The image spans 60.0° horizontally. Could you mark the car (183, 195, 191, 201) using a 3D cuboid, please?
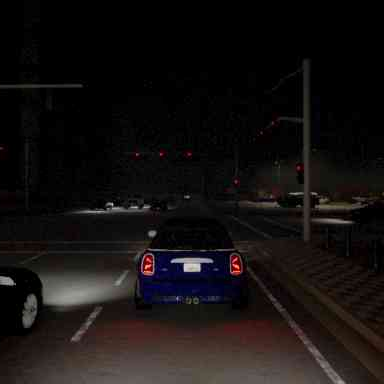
[{"bbox_3d":[-1.201,1.384,82.526,1.812,1.442,4.674,0,0,-1],"label":"car"}]

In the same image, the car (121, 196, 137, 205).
[{"bbox_3d":[-11.534,1.476,61.186,1.882,1.535,5.008,0,0,0],"label":"car"}]

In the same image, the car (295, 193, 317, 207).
[{"bbox_3d":[20.872,1.418,58.592,3.905,1.438,1.784,0,0,0],"label":"car"}]

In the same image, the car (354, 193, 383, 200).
[{"bbox_3d":[35.852,1.207,66.883,4.605,1.855,1.932,0,0,0],"label":"car"}]

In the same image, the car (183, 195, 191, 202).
[{"bbox_3d":[-1.093,1.593,72.458,1.895,1.301,4.718,0,0,-1],"label":"car"}]

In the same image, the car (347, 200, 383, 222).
[{"bbox_3d":[15.023,1.580,26.702,4.674,1.442,1.812,0,0,-1],"label":"car"}]

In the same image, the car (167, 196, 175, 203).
[{"bbox_3d":[-4.521,1.541,70.004,2.033,1.411,5.357,0,0,-1],"label":"car"}]

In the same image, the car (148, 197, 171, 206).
[{"bbox_3d":[-4.081,1.600,42.019,1.895,1.301,4.718,0,0,-1],"label":"car"}]

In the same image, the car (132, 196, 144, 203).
[{"bbox_3d":[-11.579,1.589,71.162,1.895,1.301,4.718,0,0,-1],"label":"car"}]

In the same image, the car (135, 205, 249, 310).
[{"bbox_3d":[-0.021,1.352,7.991,2.097,1.767,4.553,0,0,-1],"label":"car"}]

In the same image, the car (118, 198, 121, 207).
[{"bbox_3d":[-11.458,1.599,51.708,1.895,1.301,4.718,0,0,0],"label":"car"}]

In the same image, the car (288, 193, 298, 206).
[{"bbox_3d":[20.811,1.207,61.275,4.605,1.855,1.932,0,0,0],"label":"car"}]

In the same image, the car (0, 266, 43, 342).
[{"bbox_3d":[-3.488,1.505,3.828,1.837,1.490,4.892,0,0,0],"label":"car"}]

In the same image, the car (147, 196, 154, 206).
[{"bbox_3d":[-7.993,1.599,55.820,1.895,1.301,4.718,0,0,0],"label":"car"}]

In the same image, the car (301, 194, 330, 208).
[{"bbox_3d":[20.882,1.449,55.697,3.806,1.475,1.970,0,0,0],"label":"car"}]

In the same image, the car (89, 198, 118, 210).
[{"bbox_3d":[-11.355,1.546,42.120,2.033,1.411,5.357,0,0,0],"label":"car"}]

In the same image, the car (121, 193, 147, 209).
[{"bbox_3d":[-7.904,1.220,45.793,2.150,2.045,5.566,0,0,-3],"label":"car"}]

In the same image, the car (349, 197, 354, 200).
[{"bbox_3d":[35.905,1.417,69.779,3.905,1.438,1.784,0,0,0],"label":"car"}]
